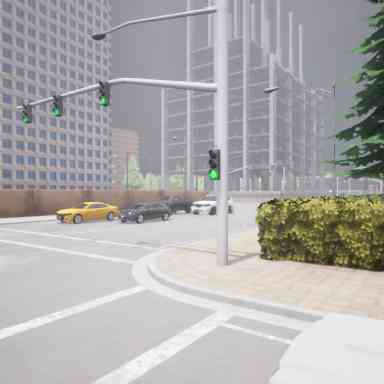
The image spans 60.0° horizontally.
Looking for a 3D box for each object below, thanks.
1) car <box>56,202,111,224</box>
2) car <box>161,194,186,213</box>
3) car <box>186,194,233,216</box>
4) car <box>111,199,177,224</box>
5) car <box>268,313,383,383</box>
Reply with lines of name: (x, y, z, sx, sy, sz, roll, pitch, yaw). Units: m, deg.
car: (-7.993, 1.533, 25.743, 1.882, 1.535, 5.008, 0, 0, 35)
car: (-2.020, 1.278, 34.120, 2.150, 2.045, 5.566, 0, 0, 36)
car: (2.194, 1.276, 33.990, 2.150, 2.045, 5.566, 0, 0, 36)
car: (-3.605, 1.560, 25.872, 1.837, 1.490, 4.892, 0, 0, 35)
car: (2.828, 1.601, 1.951, 4.718, 1.301, 1.895, 0, 0, 36)
